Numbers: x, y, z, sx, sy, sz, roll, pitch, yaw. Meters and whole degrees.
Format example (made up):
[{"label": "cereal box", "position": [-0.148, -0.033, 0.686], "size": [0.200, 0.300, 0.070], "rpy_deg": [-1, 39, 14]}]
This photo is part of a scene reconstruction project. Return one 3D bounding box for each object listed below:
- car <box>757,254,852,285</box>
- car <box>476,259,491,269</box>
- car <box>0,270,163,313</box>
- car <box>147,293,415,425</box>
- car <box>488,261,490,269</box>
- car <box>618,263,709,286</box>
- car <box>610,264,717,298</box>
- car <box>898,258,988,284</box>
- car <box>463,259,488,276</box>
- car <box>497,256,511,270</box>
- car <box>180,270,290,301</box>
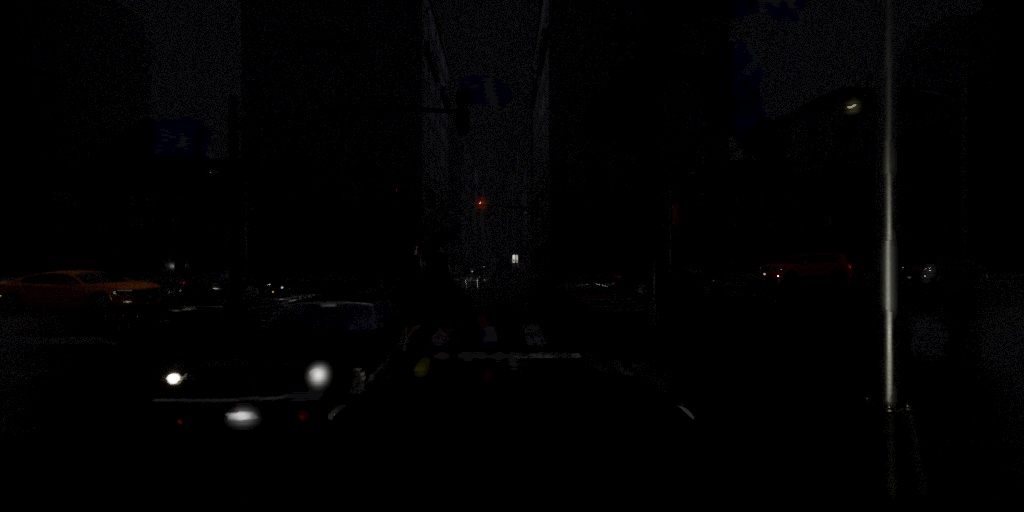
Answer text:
[{"label": "car", "position": [20.180, 0.883, 24.826], "size": [5.566, 2.045, 2.150], "rpy_deg": [0, 0, -2]}, {"label": "car", "position": [-4.542, 1.282, 58.289], "size": [2.128, 1.511, 4.902], "rpy_deg": [0, 0, -1]}, {"label": "car", "position": [-16.451, 1.283, 13.735], "size": [5.008, 1.535, 1.882], "rpy_deg": [0, 0, -2]}, {"label": "car", "position": [-2.964, 1.351, 5.902], "size": [1.895, 1.301, 4.718], "rpy_deg": [0, 0, -5]}, {"label": "car", "position": [-4.263, 1.284, 47.893], "size": [1.837, 1.490, 4.892], "rpy_deg": [0, 0, -2]}, {"label": "car", "position": [10.222, 1.243, 24.519], "size": [5.357, 1.411, 2.033], "rpy_deg": [0, 0, -2]}, {"label": "car", "position": [7.438, 1.185, 17.730], "size": [5.008, 1.535, 1.882], "rpy_deg": [0, 0, -2]}, {"label": "car", "position": [30.072, 0.981, 25.122], "size": [4.553, 1.767, 2.097], "rpy_deg": [0, 0, -2]}, {"label": "car", "position": [-3.982, 1.260, 37.514], "size": [2.128, 1.511, 4.902], "rpy_deg": [0, 0, -2]}, {"label": "car", "position": [-1.267, 1.138, 55.021], "size": [2.097, 1.767, 4.553], "rpy_deg": [0, 0, -2]}, {"label": "car", "position": [-13.138, 1.354, 17.197], "size": [4.181, 1.385, 1.994], "rpy_deg": [0, 0, -5]}]
